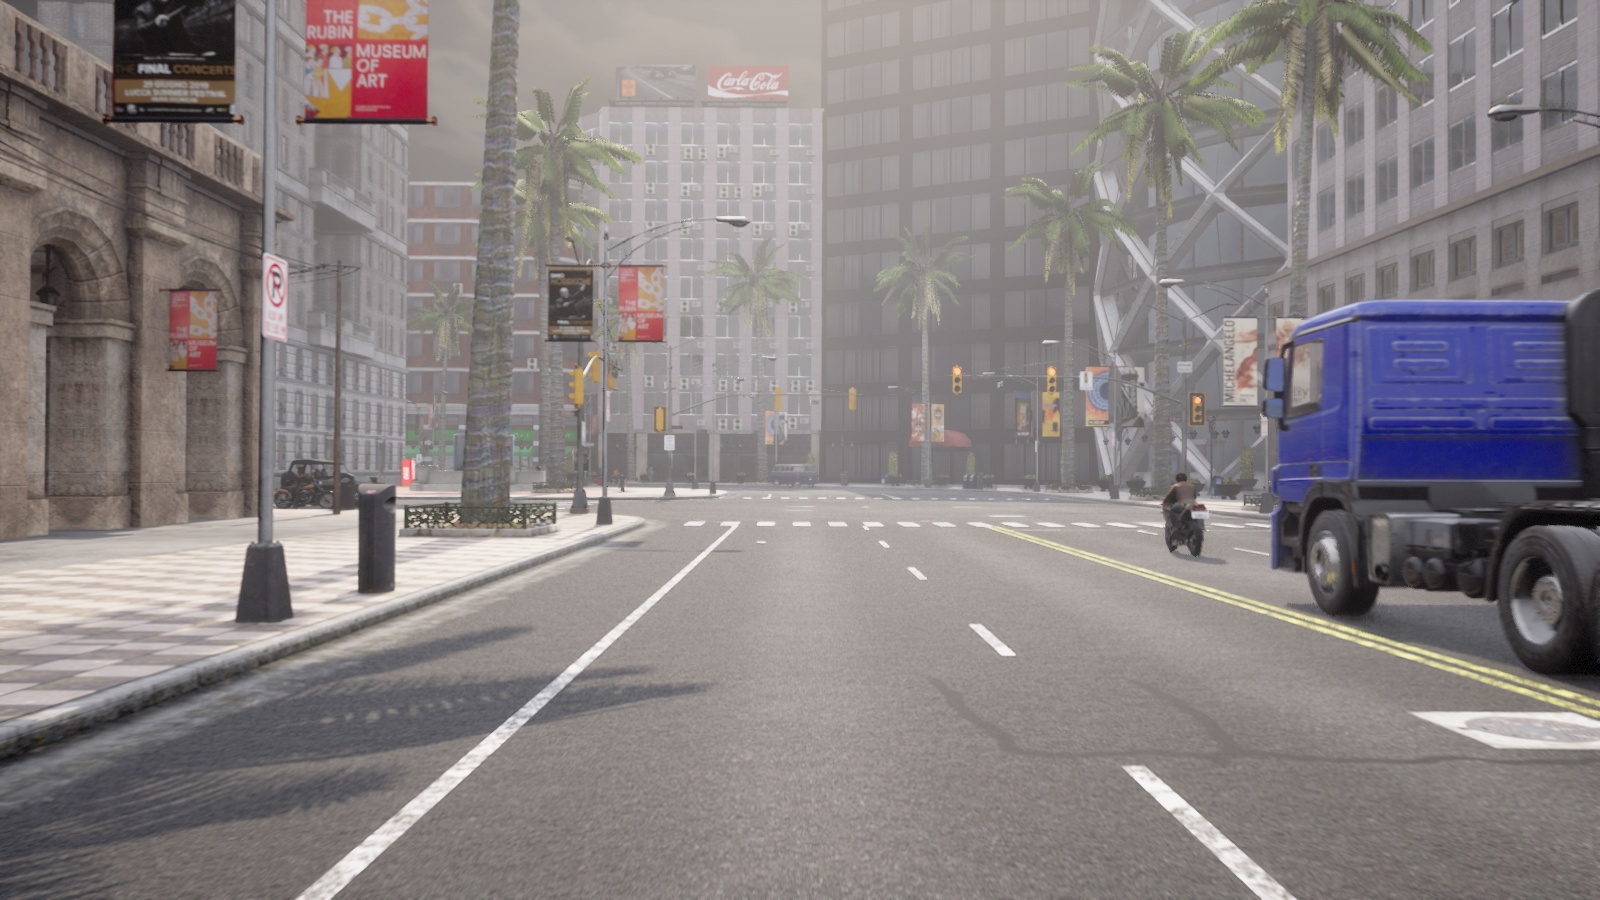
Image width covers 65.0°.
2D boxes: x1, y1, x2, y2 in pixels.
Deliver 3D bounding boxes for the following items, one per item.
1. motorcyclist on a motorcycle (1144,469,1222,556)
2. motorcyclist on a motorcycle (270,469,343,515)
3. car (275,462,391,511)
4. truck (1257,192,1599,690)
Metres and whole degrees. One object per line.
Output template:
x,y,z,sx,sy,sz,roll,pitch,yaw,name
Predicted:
7.022,1.117,23.100,0.797,1.523,2.044,0,-1,0,motorcyclist on a motorcycle
-18.122,1.534,46.149,2.350,1.649,0.766,0,-1,0,motorcyclist on a motorcycle
-18.408,1.434,49.650,3.866,1.878,1.905,0,-1,0,car
7.015,-0.026,11.305,2.891,3.462,7.936,0,-1,0,truck
